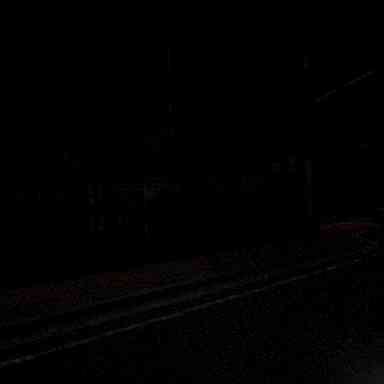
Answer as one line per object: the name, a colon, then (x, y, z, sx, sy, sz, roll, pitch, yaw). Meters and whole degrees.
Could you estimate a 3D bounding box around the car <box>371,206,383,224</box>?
car: (11.198, 1.046, 15.920, 4.674, 1.442, 1.812, -3, 1, 43)
